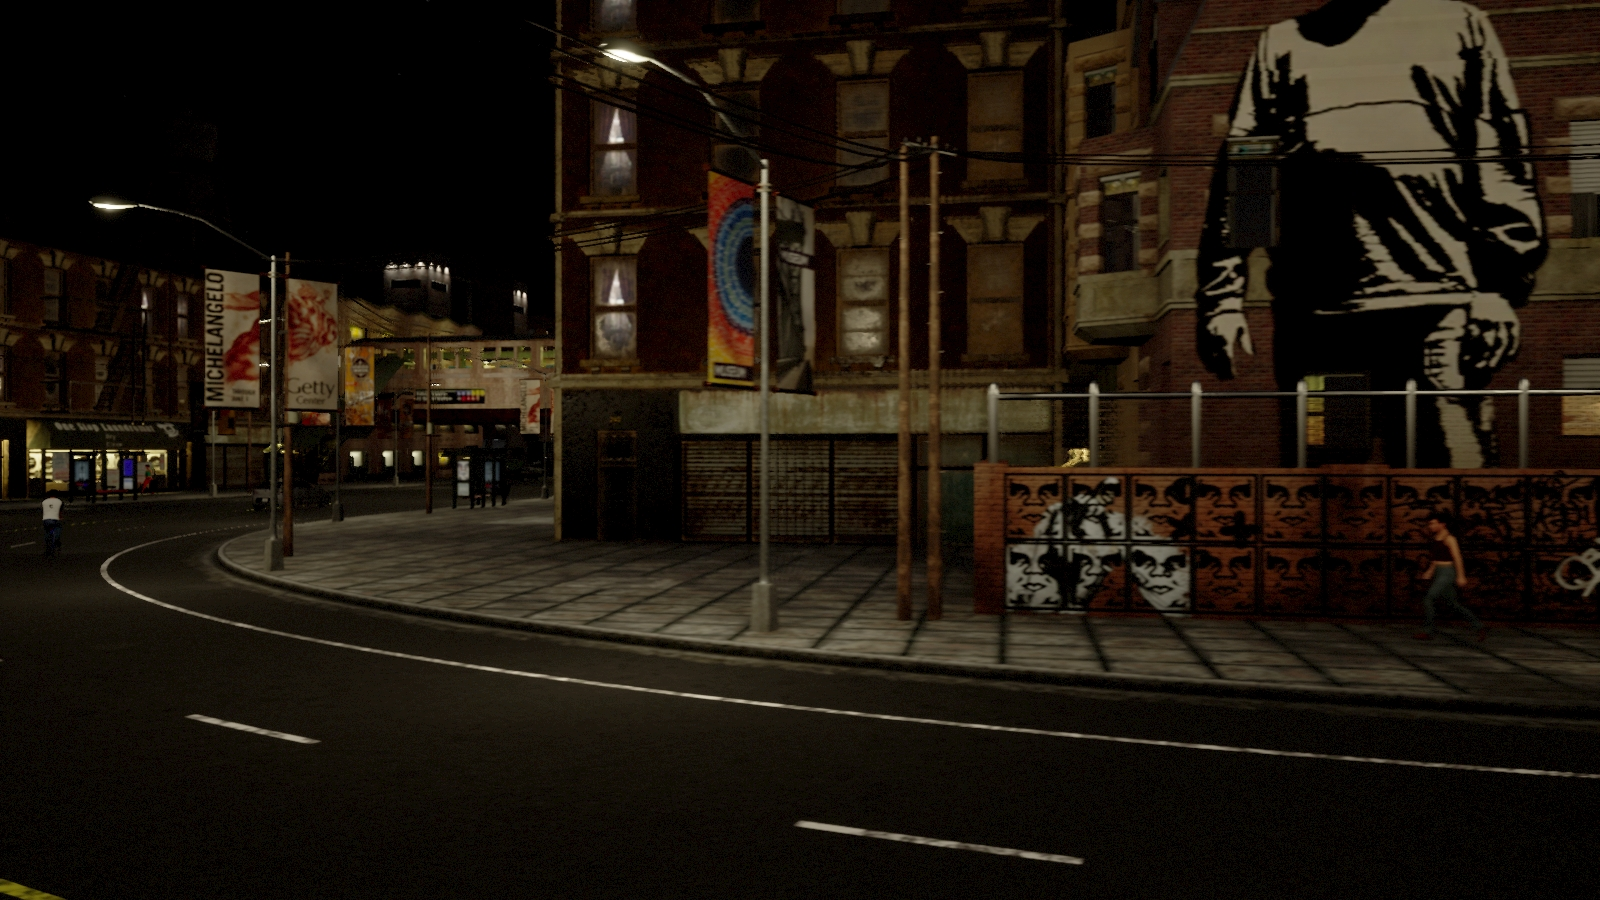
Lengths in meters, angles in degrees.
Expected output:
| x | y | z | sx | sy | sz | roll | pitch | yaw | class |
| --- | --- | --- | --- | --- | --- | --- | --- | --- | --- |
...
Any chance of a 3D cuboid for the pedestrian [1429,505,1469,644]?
| x | y | z | sx | sy | sz | roll | pitch | yaw | class |
| --- | --- | --- | --- | --- | --- | --- | --- | --- | --- |
| 8.948 | 1.704 | 15.766 | 0.375 | 1.860 | 0.375 | 0 | 0 | 10 | pedestrian |
